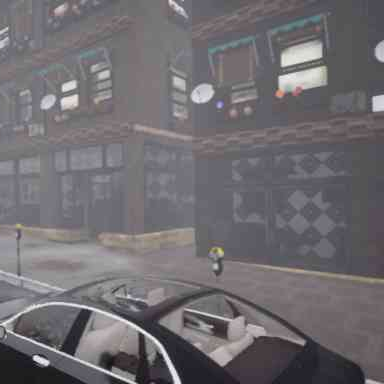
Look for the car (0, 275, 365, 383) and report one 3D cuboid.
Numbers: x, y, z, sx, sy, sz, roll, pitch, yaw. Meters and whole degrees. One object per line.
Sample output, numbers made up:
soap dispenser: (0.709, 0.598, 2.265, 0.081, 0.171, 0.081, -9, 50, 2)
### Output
car: (-0.715, 1.532, 3.249, 4.403, 1.369, 2.008, 1, -1, 35)
